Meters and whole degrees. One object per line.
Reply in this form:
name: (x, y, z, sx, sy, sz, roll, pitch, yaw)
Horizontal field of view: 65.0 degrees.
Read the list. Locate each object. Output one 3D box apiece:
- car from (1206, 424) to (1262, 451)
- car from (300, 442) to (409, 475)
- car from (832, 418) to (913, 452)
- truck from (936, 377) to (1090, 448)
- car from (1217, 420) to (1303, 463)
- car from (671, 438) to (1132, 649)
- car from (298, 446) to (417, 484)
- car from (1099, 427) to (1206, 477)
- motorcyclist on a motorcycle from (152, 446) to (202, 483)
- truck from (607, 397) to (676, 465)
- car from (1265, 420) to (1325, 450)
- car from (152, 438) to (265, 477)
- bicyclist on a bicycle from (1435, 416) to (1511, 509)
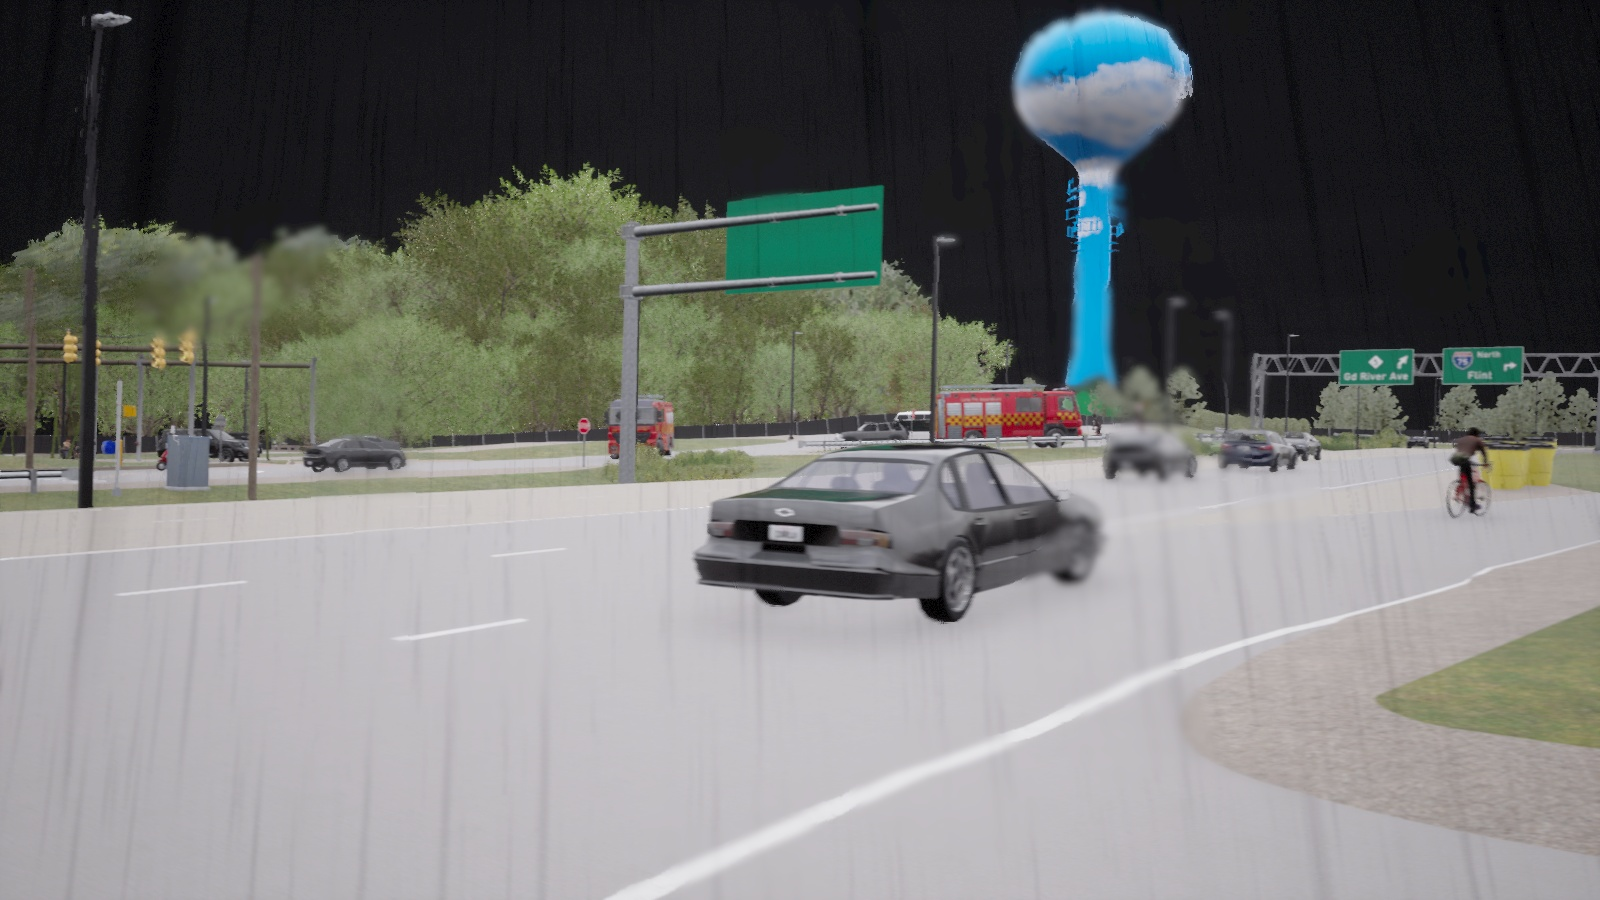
car: (25.535, -0.752, 73.758, 2.007, 1.525, 4.514, 0, 1, 34)
car: (-22.760, 0.405, 64.338, 2.128, 1.511, 4.902, 0, 2, 37)
car: (4.418, -0.899, 77.029, 4.605, 1.855, 1.932, -3, 0, -7)
truck: (12.624, -2.206, 74.733, 8.468, 3.827, 2.891, -2, 1, -8)
car: (18.778, -0.393, 51.122, 2.242, 1.667, 4.611, 0, 1, 34)
car: (1.262, 0.621, 11.531, 2.033, 1.411, 5.357, 0, 1, 31)
car: (-19.768, 0.625, 56.315, 1.837, 1.490, 4.892, 0, 2, 33)
car: (11.277, 0.009, 39.944, 1.837, 1.490, 4.892, 0, 1, 34)
motorcyclist on a motorcycle: (-28.010, 0.643, 56.499, 0.866, 1.590, 1.817, 0, 2, 33)
truck: (-9.565, -1.261, 76.729, 2.891, 3.827, 8.468, -2, 2, 1)
car: (28.149, -0.886, 71.371, 2.152, 1.651, 5.027, 1, 1, 34)
car: (-33.744, 0.408, 71.686, 5.566, 2.045, 2.150, -1, 0, 9)
bicyclist on a bicycle: (12.071, 0.202, 22.507, 1.656, 1.620, 0.582, -1, 1, -38)
